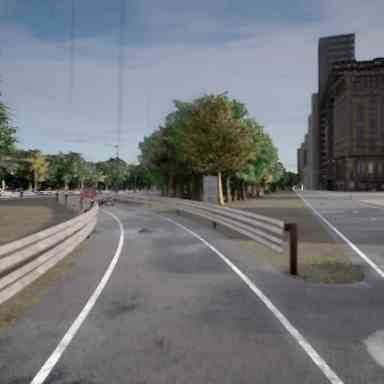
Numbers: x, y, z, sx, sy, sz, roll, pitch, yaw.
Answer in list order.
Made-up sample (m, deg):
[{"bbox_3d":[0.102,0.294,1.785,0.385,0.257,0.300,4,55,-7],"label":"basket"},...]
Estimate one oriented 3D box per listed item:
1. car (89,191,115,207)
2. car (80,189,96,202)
[{"bbox_3d":[-11.245,1.023,42.329,1.837,1.490,4.892,-1,1,-29],"label":"car"},{"bbox_3d":[-15.971,0.561,51.462,2.150,2.045,5.566,0,1,-22],"label":"car"}]
